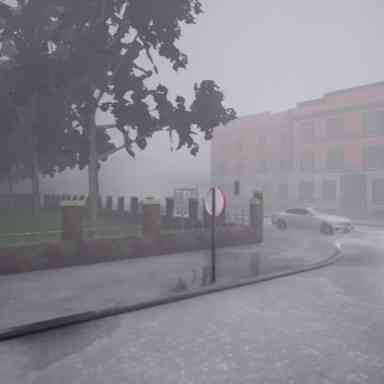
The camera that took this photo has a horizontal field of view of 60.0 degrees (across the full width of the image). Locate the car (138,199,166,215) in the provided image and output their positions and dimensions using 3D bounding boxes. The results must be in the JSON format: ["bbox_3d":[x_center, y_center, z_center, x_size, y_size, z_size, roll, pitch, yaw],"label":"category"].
[{"bbox_3d":[-4.019,1.515,33.673,1.837,1.490,4.892,0,0,-36],"label":"car"}]

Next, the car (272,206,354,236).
[{"bbox_3d":[6.646,1.536,18.751,1.812,1.442,4.674,0,0,-36],"label":"car"}]

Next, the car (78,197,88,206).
[{"bbox_3d":[-16.432,1.537,51.200,1.812,1.442,4.674,0,0,-35],"label":"car"}]
